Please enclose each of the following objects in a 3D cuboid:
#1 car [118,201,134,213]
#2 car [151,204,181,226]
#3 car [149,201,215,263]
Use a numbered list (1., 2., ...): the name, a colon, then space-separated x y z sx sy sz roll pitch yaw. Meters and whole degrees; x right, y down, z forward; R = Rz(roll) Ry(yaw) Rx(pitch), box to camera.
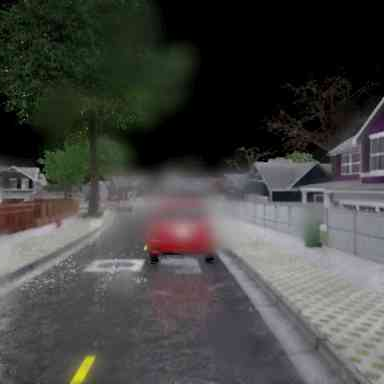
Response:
1. car: -8.722 1.984 43.703 1.837 1.490 4.892 0 -1 -15
2. car: -2.297 1.824 27.663 2.033 1.411 5.357 0 -1 -10
3. car: -0.460 1.350 12.713 2.150 2.045 5.566 0 0 -4
